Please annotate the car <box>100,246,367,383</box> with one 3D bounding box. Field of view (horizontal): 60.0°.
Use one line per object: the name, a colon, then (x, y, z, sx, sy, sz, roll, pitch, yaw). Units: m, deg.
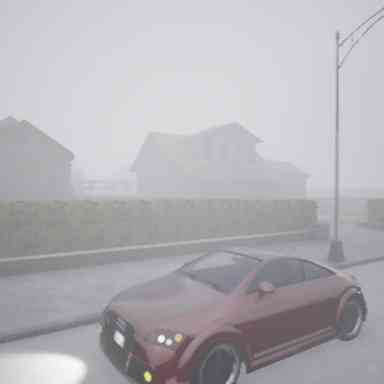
car: (0.782, 1.593, 5.109, 4.181, 1.385, 1.994, 1, 0, -34)
